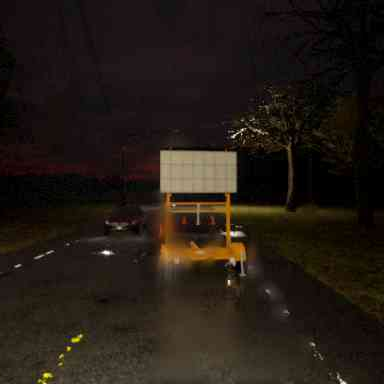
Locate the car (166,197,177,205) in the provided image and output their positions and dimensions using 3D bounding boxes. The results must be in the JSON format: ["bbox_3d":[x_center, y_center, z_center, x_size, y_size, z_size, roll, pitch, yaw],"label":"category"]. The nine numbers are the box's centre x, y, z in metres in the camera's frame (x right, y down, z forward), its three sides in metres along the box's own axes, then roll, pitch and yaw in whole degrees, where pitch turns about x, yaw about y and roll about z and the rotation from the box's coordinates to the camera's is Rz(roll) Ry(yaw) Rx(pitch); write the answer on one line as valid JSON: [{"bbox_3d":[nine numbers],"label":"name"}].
[{"bbox_3d":[-3.683,1.594,59.693,2.033,1.411,5.357,0,0,0],"label":"car"}]

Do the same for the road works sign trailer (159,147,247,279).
[{"bbox_3d":[0.177,0.459,10.119,2.380,3.560,2.880,0,0,-8],"label":"road works sign trailer"}]

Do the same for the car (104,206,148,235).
[{"bbox_3d":[-3.622,1.520,18.870,1.812,1.442,4.674,0,0,0],"label":"car"}]
